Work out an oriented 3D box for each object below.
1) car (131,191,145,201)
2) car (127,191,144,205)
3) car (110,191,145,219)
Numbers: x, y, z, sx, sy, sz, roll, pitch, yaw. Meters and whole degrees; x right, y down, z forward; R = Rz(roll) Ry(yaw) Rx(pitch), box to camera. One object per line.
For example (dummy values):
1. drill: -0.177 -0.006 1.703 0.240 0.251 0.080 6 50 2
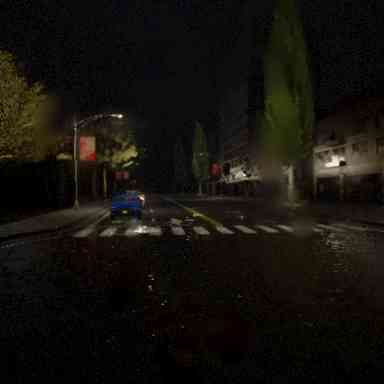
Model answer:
1. car: -8.395 0.649 51.836 2.033 1.411 5.357 0 1 -8
2. car: -6.942 0.670 41.332 1.882 1.535 5.008 0 1 -8
3. car: -4.328 0.894 22.321 1.882 1.535 5.008 0 1 -7
